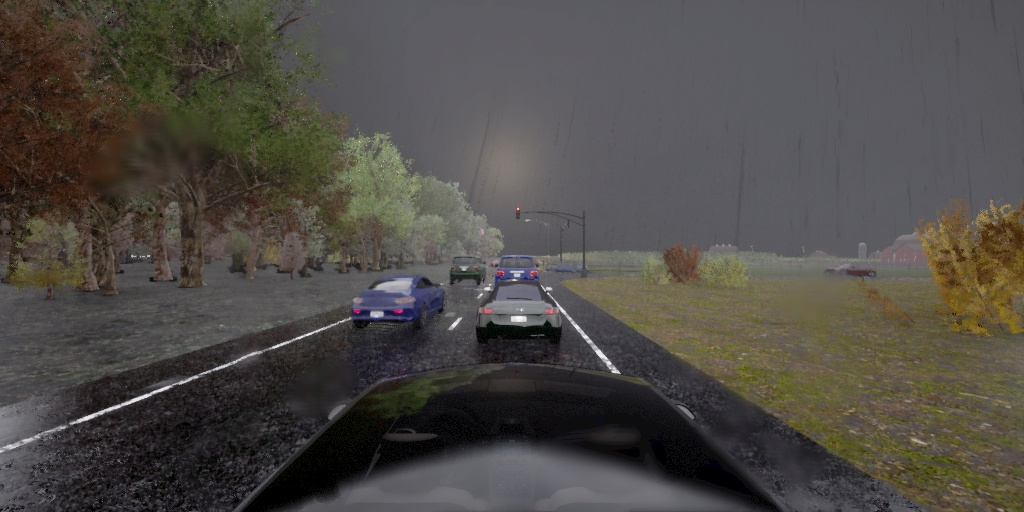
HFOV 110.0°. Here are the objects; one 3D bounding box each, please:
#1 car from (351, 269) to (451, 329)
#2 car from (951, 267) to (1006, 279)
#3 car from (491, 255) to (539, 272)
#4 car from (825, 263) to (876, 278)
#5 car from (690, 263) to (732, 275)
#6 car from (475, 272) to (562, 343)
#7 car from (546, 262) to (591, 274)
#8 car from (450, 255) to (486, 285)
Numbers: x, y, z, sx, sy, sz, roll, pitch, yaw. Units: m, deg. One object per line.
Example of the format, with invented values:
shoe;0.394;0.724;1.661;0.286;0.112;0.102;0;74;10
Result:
car;-3.315;1.278;11.160;1.812;1.442;4.674;0;0;1
car;49.441;1.849;37.981;4.181;1.385;1.994;1;-1;2
car;0.263;0.976;19.085;2.150;2.045;5.566;0;0;1
car;39.309;1.587;41.743;4.553;1.767;2.097;1;-1;1
car;23.436;1.567;41.974;4.892;1.490;1.837;1;-1;1
car;0.169;1.316;9.672;1.994;1.385;4.181;0;0;1
car;6.924;1.458;44.161;5.357;1.411;2.033;0;-1;26
car;-3.171;0.977;26.502;2.150;2.045;5.566;0;0;0
